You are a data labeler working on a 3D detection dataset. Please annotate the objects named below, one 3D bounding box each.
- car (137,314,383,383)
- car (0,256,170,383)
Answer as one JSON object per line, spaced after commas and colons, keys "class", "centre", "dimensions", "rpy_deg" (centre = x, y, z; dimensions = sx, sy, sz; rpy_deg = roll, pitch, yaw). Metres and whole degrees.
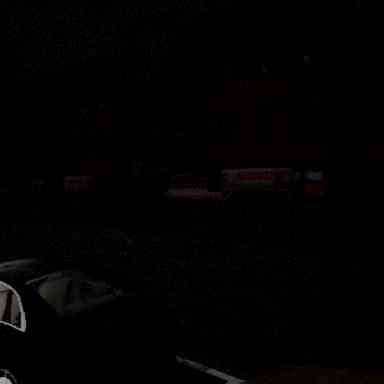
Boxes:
{"class": "car", "centre": [2.170, 1.526, 1.253], "dimensions": [4.829, 1.417, 1.752], "rpy_deg": [0, 1, 36]}
{"class": "car", "centre": [-2.208, 1.546, 4.377], "dimensions": [4.403, 1.369, 2.008], "rpy_deg": [0, 1, 36]}
